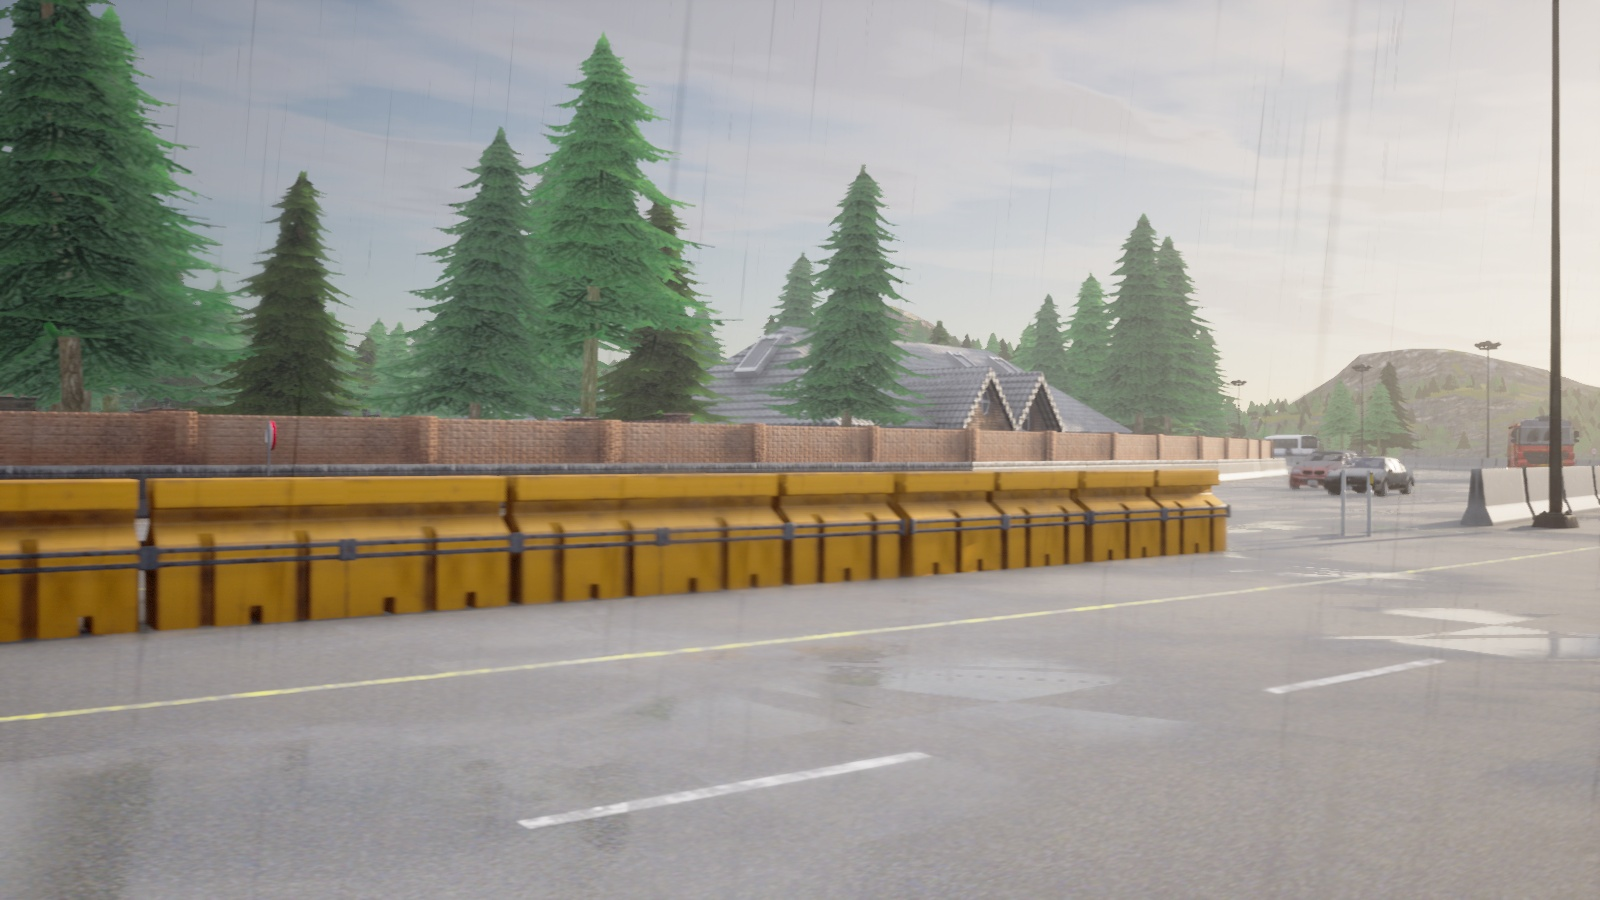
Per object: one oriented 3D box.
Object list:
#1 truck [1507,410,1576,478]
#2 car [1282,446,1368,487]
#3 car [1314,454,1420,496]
[{"bbox_3d":[43.974,-0.330,74.704,2.891,3.827,8.468,0,0,26],"label":"truck"},{"bbox_3d":[22.190,0.672,53.000,2.242,1.667,4.611,0,0,38],"label":"car"},{"bbox_3d":[20.556,0.860,45.393,2.033,1.411,5.357,0,0,41],"label":"car"}]
